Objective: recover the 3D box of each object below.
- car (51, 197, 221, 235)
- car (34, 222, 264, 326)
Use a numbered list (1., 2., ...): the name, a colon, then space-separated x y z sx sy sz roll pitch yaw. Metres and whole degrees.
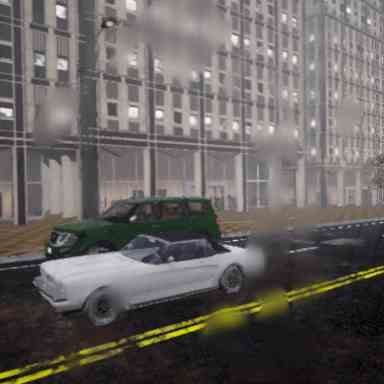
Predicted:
1. car: -1.572 1.191 10.548 5.566 2.045 2.150 -1 0 -35
2. car: -0.735 1.579 7.153 4.718 1.301 1.895 0 0 -35
